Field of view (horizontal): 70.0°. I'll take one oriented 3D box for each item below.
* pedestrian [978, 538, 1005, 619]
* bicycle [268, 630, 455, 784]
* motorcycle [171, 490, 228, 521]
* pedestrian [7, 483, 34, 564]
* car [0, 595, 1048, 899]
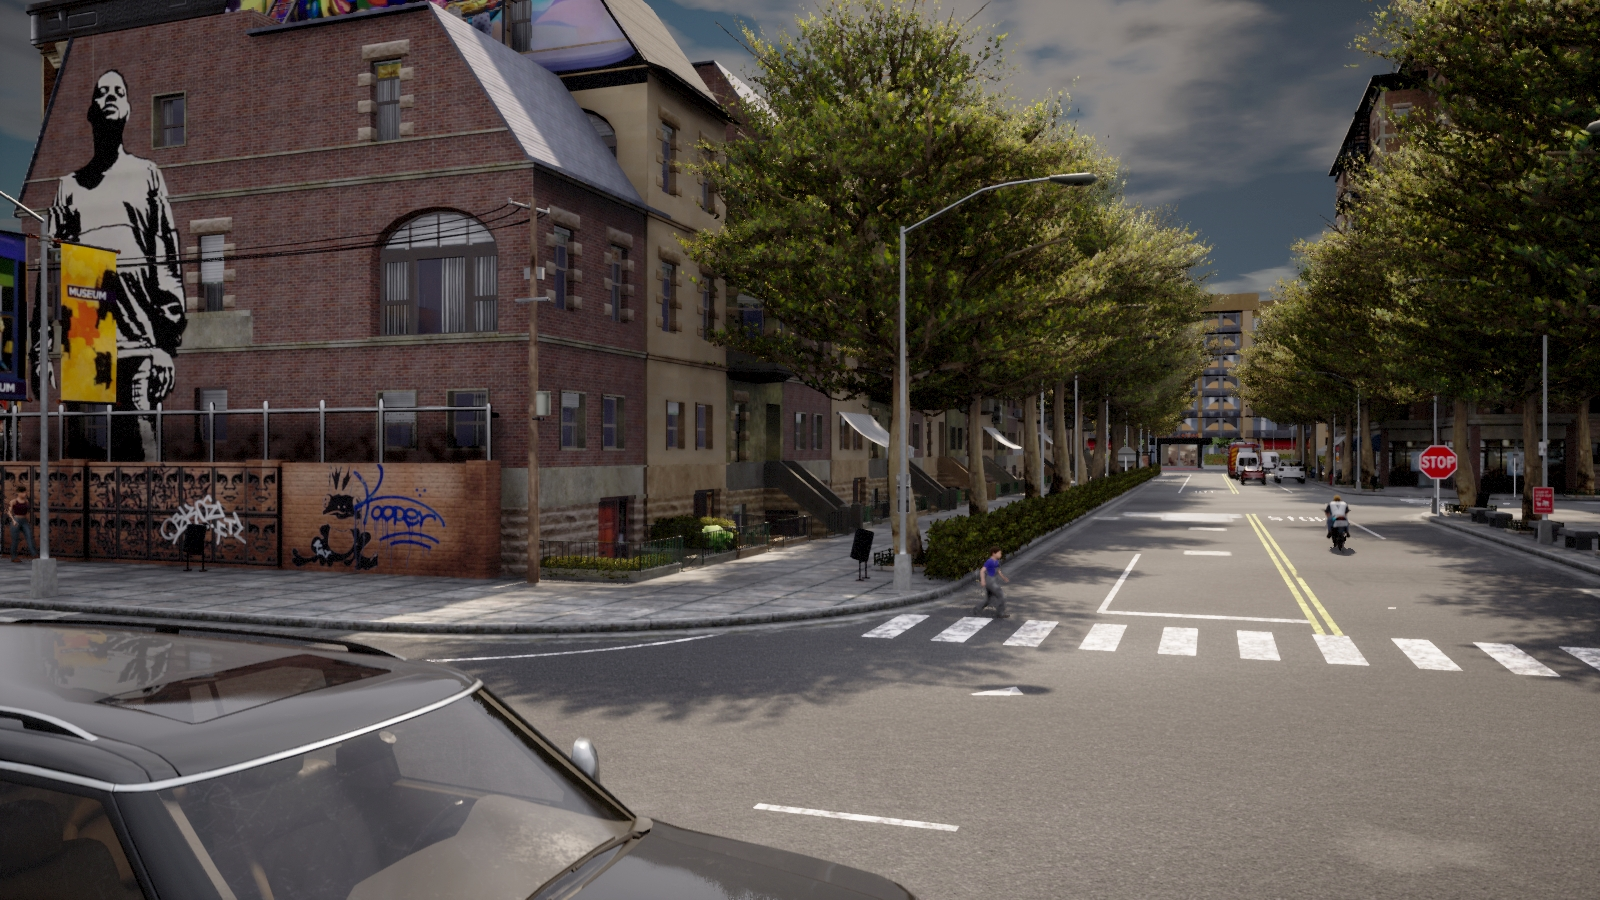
[{"bbox_3d":[3.191,2.130,19.032,0.375,1.300,0.375,0,0,20],"label":"pedestrian"},{"bbox_3d":[-3.890,2.260,10.238,1.487,1.080,0.859,-1,0,-18],"label":"bicycle"},{"bbox_3d":[-24.376,2.227,46.433,0.803,1.145,2.033,0,0,20],"label":"motorcycle"},{"bbox_3d":[-18.194,1.706,26.683,0.375,1.860,0.375,0,0,22],"label":"pedestrian"},{"bbox_3d":[-2.100,1.784,4.031,5.566,2.045,2.150,0,0,20],"label":"car"}]
